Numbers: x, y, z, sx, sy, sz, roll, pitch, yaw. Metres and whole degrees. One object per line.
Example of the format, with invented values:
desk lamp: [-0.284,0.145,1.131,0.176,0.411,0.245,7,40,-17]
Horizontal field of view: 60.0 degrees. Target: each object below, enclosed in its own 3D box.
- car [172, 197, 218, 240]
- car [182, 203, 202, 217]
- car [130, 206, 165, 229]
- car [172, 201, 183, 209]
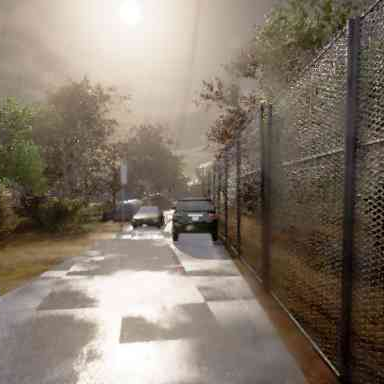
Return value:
car: [0.125,1.295,17.436,2.150,2.045,5.566,0,0,-1]
car: [-0.002,1.884,35.381,1.994,1.385,4.181,0,-1,0]
car: [-2.895,1.684,22.922,2.033,1.411,5.357,0,-1,0]
car: [-2.767,2.527,64.092,1.837,1.490,4.892,0,-2,2]
